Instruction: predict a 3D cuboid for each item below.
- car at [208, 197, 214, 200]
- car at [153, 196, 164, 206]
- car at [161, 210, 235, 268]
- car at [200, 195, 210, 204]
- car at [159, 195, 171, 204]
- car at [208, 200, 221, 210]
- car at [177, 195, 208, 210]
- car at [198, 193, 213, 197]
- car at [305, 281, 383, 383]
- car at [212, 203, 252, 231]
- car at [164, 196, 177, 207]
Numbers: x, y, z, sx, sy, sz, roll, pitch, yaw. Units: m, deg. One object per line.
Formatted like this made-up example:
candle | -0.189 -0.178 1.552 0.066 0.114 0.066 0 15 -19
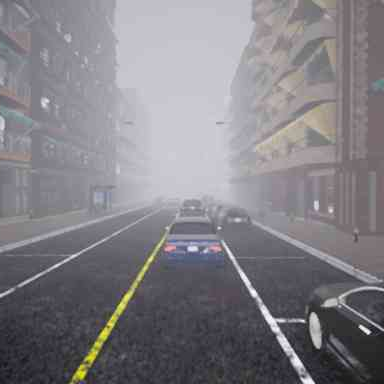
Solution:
car | 2.509 1.562 37.298 2.008 1.369 4.403 -1 0 0
car | -5.346 1.460 54.522 1.967 1.590 4.097 -1 0 0
car | 0.042 1.549 11.269 2.033 1.411 5.357 0 0 0
car | 2.535 1.468 65.620 1.967 1.590 4.097 -1 0 0
car | -5.350 1.468 65.825 1.967 1.590 4.097 -1 0 0
car | 2.513 1.551 25.969 1.887 1.381 4.507 -1 0 0
car | 0.059 1.359 29.670 2.097 1.767 4.553 0 0 0
car | 2.522 1.335 54.291 2.192 1.841 5.009 -1 0 0
car | 2.521 1.551 3.312 2.008 1.369 4.403 -1 0 0
car | 2.515 1.570 20.305 1.947 1.339 4.313 -1 0 0
car | -2.849 1.566 52.493 2.033 1.411 5.357 0 0 0
